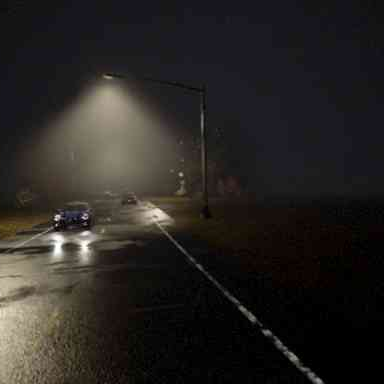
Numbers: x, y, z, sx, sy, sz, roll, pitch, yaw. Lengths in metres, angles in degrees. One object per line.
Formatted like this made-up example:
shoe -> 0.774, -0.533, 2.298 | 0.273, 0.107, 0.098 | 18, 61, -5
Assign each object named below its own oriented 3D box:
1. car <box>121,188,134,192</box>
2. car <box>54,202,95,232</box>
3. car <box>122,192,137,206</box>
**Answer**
car -> -11.934, 0.339, 61.938 | 2.150, 2.045, 5.566 | -2, 2, -11
car -> -7.612, 1.481, 21.839 | 2.097, 1.767, 4.553 | -2, 1, -11
car -> -8.548, 1.088, 45.289 | 1.994, 1.385, 4.181 | -2, 2, -11
